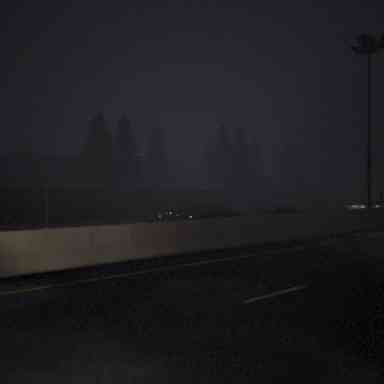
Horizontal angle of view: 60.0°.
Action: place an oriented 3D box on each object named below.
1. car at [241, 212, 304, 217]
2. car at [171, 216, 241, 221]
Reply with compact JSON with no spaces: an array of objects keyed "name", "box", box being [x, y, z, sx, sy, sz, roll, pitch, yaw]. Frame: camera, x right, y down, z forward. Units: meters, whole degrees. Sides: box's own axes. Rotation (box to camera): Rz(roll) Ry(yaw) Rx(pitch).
[{"name":"car","box":[5.413,1.557,20.837,4.181,1.385,1.994,0,0,-36]},{"name":"car","box":[1.258,1.595,22.074,4.718,1.301,1.895,0,0,-36]}]
